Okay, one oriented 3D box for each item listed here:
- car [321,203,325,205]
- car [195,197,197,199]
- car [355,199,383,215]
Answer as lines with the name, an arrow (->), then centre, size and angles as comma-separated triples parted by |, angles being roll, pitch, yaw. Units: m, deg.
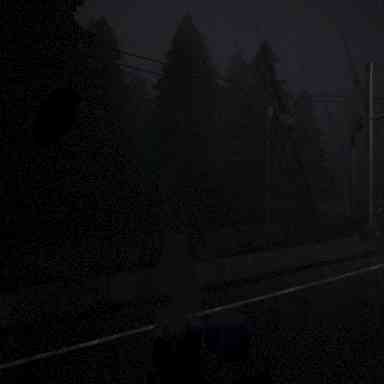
car -> 15.164, 1.511, 43.489 | 2.128, 1.511, 4.902 | 0, 0, -27
car -> -0.216, 1.621, 65.181 | 4.718, 1.301, 1.895 | 0, 0, 27
car -> 17.890, 1.522, 33.466 | 1.837, 1.490, 4.892 | 0, 0, -5
